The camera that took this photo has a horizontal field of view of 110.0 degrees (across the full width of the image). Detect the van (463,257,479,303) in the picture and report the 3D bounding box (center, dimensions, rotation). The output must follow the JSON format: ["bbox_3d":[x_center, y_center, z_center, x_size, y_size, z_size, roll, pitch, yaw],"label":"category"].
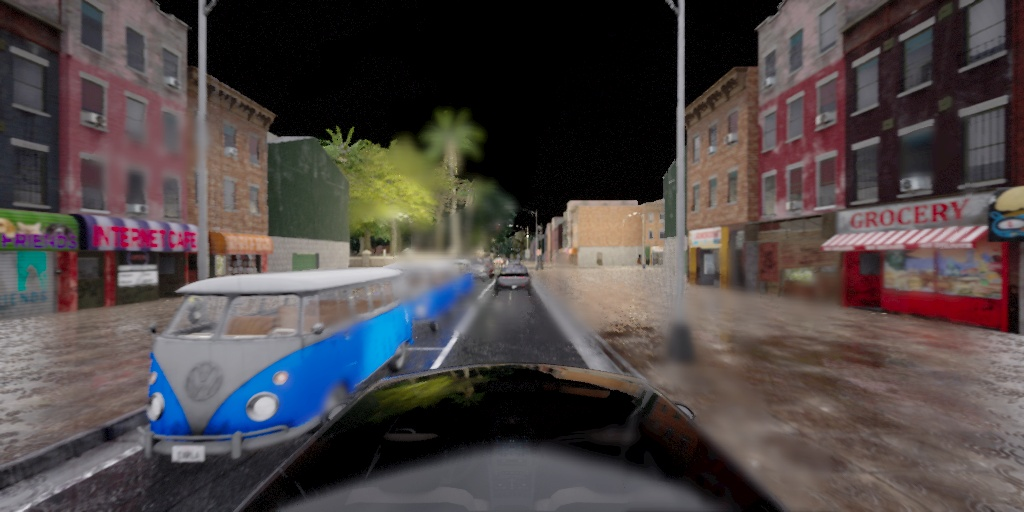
[{"bbox_3d":[-2.638,1.056,15.952,1.690,1.789,3.998,0,0,0],"label":"van"}]

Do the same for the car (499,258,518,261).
[{"bbox_3d":[0.099,1.167,35.356,2.128,1.511,4.902,0,0,0],"label":"car"}]

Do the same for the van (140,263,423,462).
[{"bbox_3d":[-2.638,1.083,5.024,1.690,1.789,3.998,0,0,0],"label":"van"}]

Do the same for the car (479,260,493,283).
[{"bbox_3d":[-2.638,1.241,26.880,2.007,1.370,4.403,0,0,0],"label":"car"}]

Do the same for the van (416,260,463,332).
[{"bbox_3d":[-2.638,1.070,10.488,1.690,1.789,3.998,0,0,0],"label":"van"}]

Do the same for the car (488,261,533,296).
[{"bbox_3d":[0.098,1.202,18.857,2.128,1.511,4.902,0,0,0],"label":"car"}]

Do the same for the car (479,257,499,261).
[{"bbox_3d":[-2.638,0.995,32.344,2.192,1.841,5.009,0,0,0],"label":"car"}]
